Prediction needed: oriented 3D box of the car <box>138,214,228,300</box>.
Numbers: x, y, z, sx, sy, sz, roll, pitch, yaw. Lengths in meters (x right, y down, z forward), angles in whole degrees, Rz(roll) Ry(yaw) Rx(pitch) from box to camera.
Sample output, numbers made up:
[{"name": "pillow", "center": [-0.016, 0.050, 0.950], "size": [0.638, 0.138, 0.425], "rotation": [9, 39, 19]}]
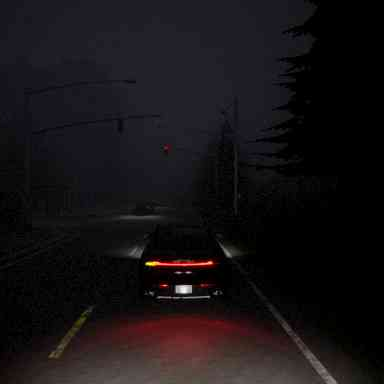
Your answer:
[{"name": "car", "center": [-0.228, 1.505, 8.416], "size": [1.837, 1.490, 4.892], "rotation": [0, 0, -2]}]

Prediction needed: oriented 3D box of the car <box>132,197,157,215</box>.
[{"name": "car", "center": [-4.925, 1.477, 33.888], "size": [1.882, 1.535, 5.008], "rotation": [0, 0, -2]}]

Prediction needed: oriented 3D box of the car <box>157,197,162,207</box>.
[{"name": "car", "center": [-5.598, 1.525, 50.998], "size": [1.812, 1.442, 4.674], "rotation": [0, 0, -3]}]

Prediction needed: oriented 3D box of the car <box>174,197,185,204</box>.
[{"name": "car", "center": [-2.338, 1.564, 61.366], "size": [1.994, 1.385, 4.181], "rotation": [0, 0, -2]}]
